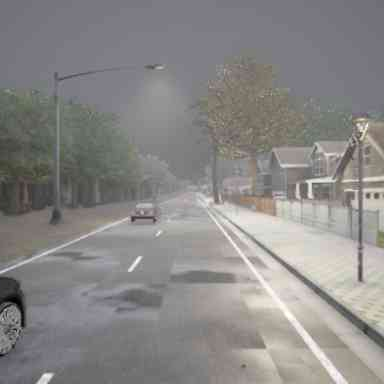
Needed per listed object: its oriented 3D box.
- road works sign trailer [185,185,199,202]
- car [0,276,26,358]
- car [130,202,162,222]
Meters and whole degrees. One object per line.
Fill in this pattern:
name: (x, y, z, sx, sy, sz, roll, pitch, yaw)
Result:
road works sign trailer: (0.012, 0.273, 65.861, 2.380, 3.560, 2.880, 0, 0, 0)
car: (-3.396, 1.479, 3.058, 2.128, 1.511, 4.902, 0, 0, 0)
car: (-3.394, 1.456, 25.141, 2.033, 1.411, 5.357, 0, 0, 0)
